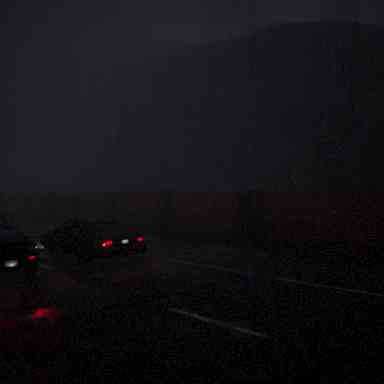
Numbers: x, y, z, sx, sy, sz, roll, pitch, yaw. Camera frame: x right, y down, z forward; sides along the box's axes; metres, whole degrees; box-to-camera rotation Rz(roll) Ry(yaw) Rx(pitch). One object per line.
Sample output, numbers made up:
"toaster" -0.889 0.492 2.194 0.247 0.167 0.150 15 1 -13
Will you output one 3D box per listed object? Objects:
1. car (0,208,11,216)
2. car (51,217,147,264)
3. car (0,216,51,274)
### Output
"car" -14.061 1.804 23.280 1.812 1.442 4.674 0 0 -43
"car" -3.889 1.670 12.507 2.033 1.411 5.357 0 -1 -44
"car" -6.159 1.646 9.955 4.674 1.442 1.812 -1 -1 45
